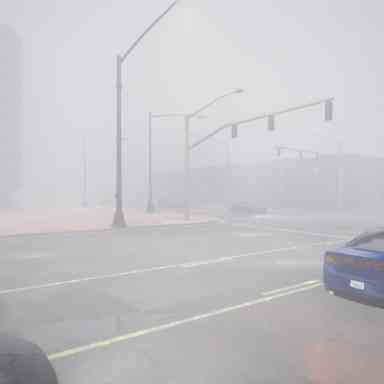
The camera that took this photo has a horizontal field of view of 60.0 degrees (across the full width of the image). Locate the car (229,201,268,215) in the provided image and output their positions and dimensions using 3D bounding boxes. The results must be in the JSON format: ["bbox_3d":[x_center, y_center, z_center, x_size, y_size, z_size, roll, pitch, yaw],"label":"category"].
[{"bbox_3d":[5.606,1.563,33.519,1.994,1.385,4.181,0,0,-34],"label":"car"}]

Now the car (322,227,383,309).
[{"bbox_3d":[4.928,1.478,7.262,5.008,1.535,1.882,0,0,-35],"label":"car"}]

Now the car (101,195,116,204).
[{"bbox_3d":[-15.707,1.351,63.649,2.097,1.767,4.553,0,0,-35],"label":"car"}]

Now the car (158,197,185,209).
[{"bbox_3d":[-2.885,1.488,45.549,2.128,1.511,4.902,0,0,-35],"label":"car"}]

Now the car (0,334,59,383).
[{"bbox_3d":[-3.159,1.506,1.503,4.892,1.490,1.837,0,0,-35],"label":"car"}]
